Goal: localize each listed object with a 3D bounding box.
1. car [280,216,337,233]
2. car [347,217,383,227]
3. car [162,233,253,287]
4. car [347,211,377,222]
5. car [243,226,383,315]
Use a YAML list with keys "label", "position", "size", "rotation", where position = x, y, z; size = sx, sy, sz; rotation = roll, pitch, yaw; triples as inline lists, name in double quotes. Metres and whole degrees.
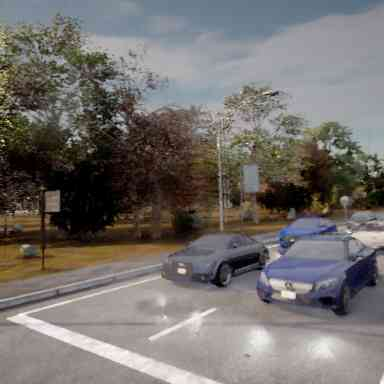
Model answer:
- label: "car"
  position: [6.419, 2.129, 18.080]
  size: [1.882, 1.535, 5.008]
  rotation: [-4, -3, 38]
- label: "car"
  position: [8.975, 2.048, 15.662]
  size: [1.895, 1.301, 4.718]
  rotation: [-4, -3, 38]
- label: "car"
  position: [0.926, 2.072, 10.988]
  size: [1.994, 1.385, 4.181]
  rotation: [-4, -3, 38]
- label: "car"
  position: [14.878, 2.397, 28.956]
  size: [1.812, 1.442, 4.674]
  rotation: [-4, -3, 38]
- label: "car"
  position: [3.387, 1.827, 8.457]
  size: [1.812, 1.442, 4.674]
  rotation: [-4, -4, 39]
